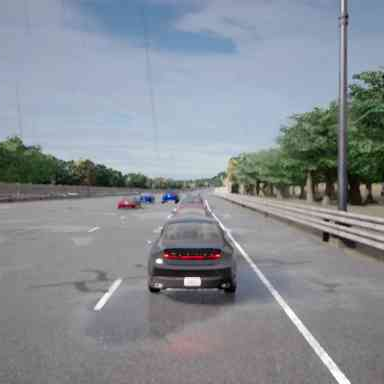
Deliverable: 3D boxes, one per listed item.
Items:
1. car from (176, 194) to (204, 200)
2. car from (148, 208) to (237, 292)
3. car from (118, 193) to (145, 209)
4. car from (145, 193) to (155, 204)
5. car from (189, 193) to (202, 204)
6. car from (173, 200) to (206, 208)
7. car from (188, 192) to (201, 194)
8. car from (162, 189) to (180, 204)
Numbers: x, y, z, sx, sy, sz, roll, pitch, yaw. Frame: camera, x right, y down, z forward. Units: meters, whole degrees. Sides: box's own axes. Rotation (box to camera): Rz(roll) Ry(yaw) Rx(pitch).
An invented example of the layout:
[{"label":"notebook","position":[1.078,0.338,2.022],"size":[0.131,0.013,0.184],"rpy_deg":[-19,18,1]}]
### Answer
[{"label":"car","position":[0.003,1.151,25.182],"size":[1.837,1.490,4.892],"rpy_deg":[0,1,0]},{"label":"car","position":[0.002,1.375,8.521],"size":[1.837,1.490,4.892],"rpy_deg":[0,1,0]},{"label":"car","position":[-6.800,1.095,36.755],"size":[1.994,1.385,4.181],"rpy_deg":[0,1,1]},{"label":"car","position":[-6.484,0.893,47.968],"size":[1.882,1.535,5.008],"rpy_deg":[0,0,2]},{"label":"car","position":[0.535,0.897,48.330],"size":[1.812,1.442,4.674],"rpy_deg":[0,1,2]},{"label":"car","position":[0.011,1.297,15.270],"size":[1.812,1.442,4.674],"rpy_deg":[0,1,0]},{"label":"car","position":[0.207,0.836,37.128],"size":[2.097,1.767,4.553],"rpy_deg":[0,1,1]},{"label":"car","position":[-2.983,0.613,48.163],"size":[2.150,2.045,5.566],"rpy_deg":[0,0,3]}]
